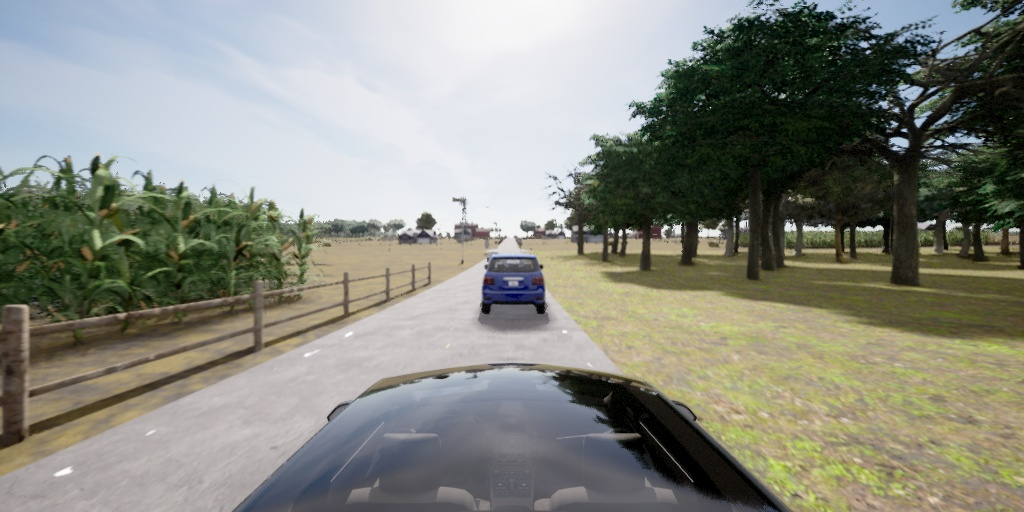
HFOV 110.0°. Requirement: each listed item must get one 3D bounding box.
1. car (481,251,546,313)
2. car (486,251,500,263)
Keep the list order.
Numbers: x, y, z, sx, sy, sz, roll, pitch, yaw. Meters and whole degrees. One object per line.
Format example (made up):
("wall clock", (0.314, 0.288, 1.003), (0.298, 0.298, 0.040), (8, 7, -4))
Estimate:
("car", (0.069, 0.917, 13.894), (2.150, 2.045, 5.566), (0, 1, 1))
("car", (-2.800, 0.078, 53.649), (1.882, 1.535, 5.008), (0, 2, 0))
